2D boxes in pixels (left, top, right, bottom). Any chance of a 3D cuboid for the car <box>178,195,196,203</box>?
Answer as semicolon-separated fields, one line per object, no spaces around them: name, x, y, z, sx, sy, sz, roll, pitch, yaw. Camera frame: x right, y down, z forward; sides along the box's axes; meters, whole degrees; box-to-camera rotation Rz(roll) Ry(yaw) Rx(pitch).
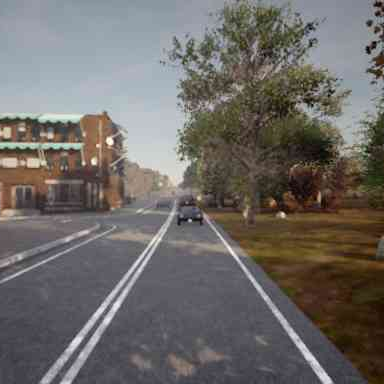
car;-0.694;1.437;44.173;2.150;2.045;5.566;0;0;-2

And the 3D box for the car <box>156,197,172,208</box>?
car;-4.380;1.769;50.876;1.994;1.385;4.181;0;0;-2

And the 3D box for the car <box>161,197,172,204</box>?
car;-5.030;1.669;66.651;1.994;1.385;4.181;0;1;-3

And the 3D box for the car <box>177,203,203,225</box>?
car;-0.178;1.755;25.857;1.895;1.301;4.718;0;0;-1
